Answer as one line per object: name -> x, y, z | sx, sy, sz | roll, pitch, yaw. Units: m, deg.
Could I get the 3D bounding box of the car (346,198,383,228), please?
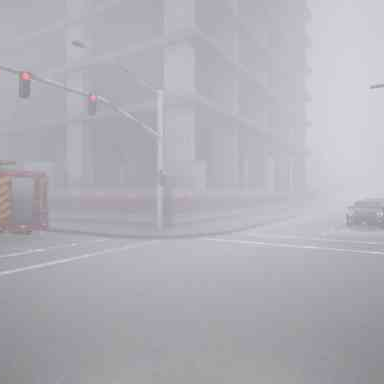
car -> 11.569, 1.330, 22.006 | 2.097, 1.767, 4.553 | 0, 0, 31

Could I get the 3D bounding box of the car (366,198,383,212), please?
car -> 21.991, 1.472, 39.497 | 2.128, 1.511, 4.902 | 0, 0, 31

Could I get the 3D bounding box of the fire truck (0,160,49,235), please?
fire truck -> -11.708, 0.391, 18.313 | 8.468, 3.827, 2.891 | 0, 0, 31
